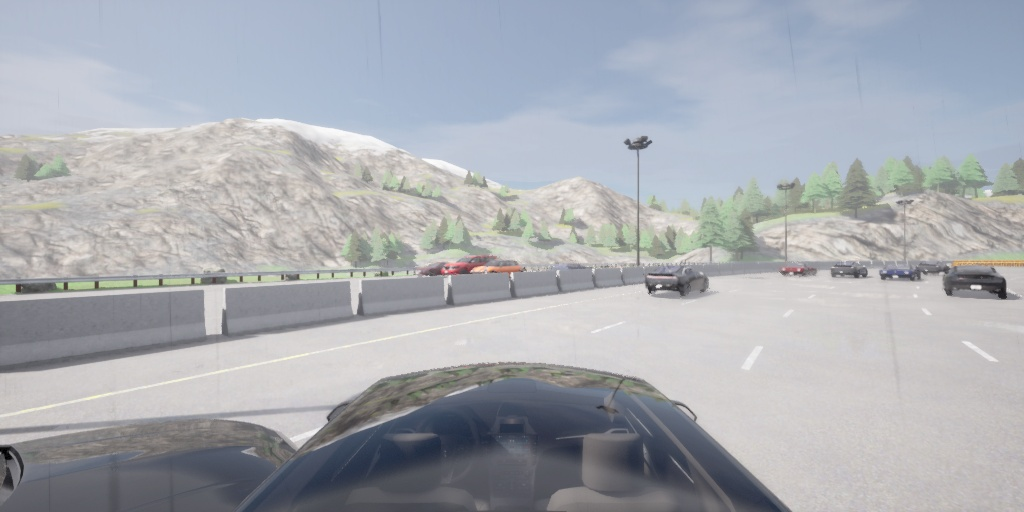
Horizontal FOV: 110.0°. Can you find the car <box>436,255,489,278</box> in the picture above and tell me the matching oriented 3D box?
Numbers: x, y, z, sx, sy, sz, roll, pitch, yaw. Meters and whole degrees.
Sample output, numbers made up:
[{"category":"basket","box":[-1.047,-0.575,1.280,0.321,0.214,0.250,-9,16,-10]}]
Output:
[{"category":"car","box":[-3.477,0.971,31.656,5.566,2.045,2.150,0,0,-45]}]

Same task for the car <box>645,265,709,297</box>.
[{"category":"car","box":[8.751,1.240,18.877,4.902,1.511,2.128,0,0,-45]}]

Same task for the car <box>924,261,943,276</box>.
[{"category":"car","box":[43.324,1.242,36.882,4.902,1.511,2.128,0,0,-31]}]

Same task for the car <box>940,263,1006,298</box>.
[{"category":"car","box":[23.853,1.252,18.604,4.892,1.490,1.837,1,-1,-41]}]

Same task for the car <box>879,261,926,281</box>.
[{"category":"car","box":[32.264,1.351,29.720,4.718,1.301,1.895,0,0,-35]}]

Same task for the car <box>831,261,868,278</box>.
[{"category":"car","box":[31.385,1.242,33.364,4.902,1.511,2.128,0,0,-35]}]

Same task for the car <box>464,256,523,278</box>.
[{"category":"car","box":[-1.224,1.102,28.914,4.553,1.767,2.097,0,0,-45]}]

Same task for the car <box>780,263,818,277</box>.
[{"category":"car","box":[28.845,1.351,35.929,4.718,1.301,1.895,0,0,-35]}]

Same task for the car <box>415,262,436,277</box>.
[{"category":"car","box":[-6.735,1.275,33.305,1.812,1.442,4.674,0,0,45]}]

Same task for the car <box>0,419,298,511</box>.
[{"category":"car","box":[-2.984,1.255,0.567,4.892,1.490,1.837,0,0,-45]}]

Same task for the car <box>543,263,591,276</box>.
[{"category":"car","box":[4.524,1.297,29.696,5.357,1.411,2.033,0,0,-43]}]
